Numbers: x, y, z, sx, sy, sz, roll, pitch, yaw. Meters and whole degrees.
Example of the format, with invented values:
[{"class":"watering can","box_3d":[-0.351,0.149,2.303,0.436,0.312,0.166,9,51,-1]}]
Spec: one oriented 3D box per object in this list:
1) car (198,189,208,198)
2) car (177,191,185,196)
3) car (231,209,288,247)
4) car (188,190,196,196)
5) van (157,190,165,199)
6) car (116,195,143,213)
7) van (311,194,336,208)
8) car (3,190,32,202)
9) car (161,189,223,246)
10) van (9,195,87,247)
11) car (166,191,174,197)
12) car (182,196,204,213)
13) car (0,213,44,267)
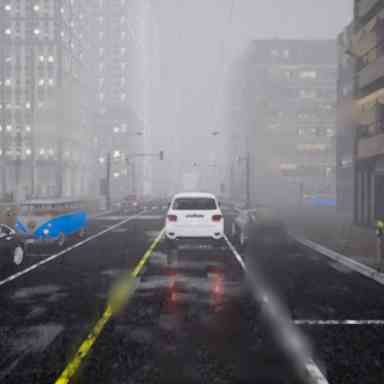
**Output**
[{"class":"car","box_3d":[2.683,0.329,79.832,2.192,1.841,5.009,0,1,0]},{"class":"car","box_3d":[-3.005,0.468,91.628,1.895,1.301,4.718,0,1,0]},{"class":"car","box_3d":[2.689,1.374,13.765,2.008,1.369,4.403,0,1,0]},{"class":"car","box_3d":[-0.002,0.299,89.344,1.882,1.535,5.008,0,1,0]},{"class":"van","box_3d":[-5.695,0.553,63.179,1.690,1.788,3.998,0,1,0]},{"class":"car","box_3d":[-5.693,1.051,30.709,1.967,1.590,4.097,0,1,0]},{"class":"van","box_3d":[16.927,1.181,41.446,3.998,1.788,1.690,1,0,0]},{"class":"car","box_3d":[-21.134,0.545,41.484,4.097,1.590,1.967,1,0,0]},{"class":"car","box_3d":[0.101,1.039,14.302,2.150,2.045,5.566,0,1,0]},{"class":"van","box_3d":[-5.692,1.164,13.763,1.690,1.788,3.998,0,1,0]},{"class":"car","box_3d":[-5.697,0.475,85.214,1.752,1.417,4.829,0,1,0]},{"class":"car","box_3d":[0.149,1.165,31.489,1.994,1.385,4.181,0,1,2]},{"class":"car","box_3d":[-5.691,1.445,8.117,2.008,1.369,4.403,0,1,0]}]
